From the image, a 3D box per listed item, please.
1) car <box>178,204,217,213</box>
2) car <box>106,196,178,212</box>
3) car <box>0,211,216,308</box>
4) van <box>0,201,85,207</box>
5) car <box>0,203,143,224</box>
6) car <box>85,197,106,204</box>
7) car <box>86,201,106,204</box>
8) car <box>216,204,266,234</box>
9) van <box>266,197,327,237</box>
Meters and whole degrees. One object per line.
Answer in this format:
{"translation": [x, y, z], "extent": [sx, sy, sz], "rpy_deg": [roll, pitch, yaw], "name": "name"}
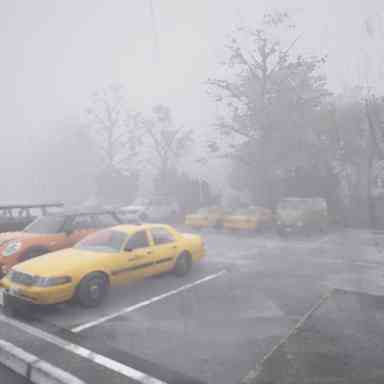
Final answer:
{"translation": [1.640, 1.539, 21.408], "extent": [1.946, 1.575, 5.366], "rpy_deg": [-1, -1, 35], "name": "car"}
{"translation": [-3.161, 1.367, 24.527], "extent": [2.435, 2.045, 5.566], "rpy_deg": [-1, -1, 35], "name": "car"}
{"translation": [-1.707, 1.495, 8.307], "extent": [1.946, 1.575, 5.366], "rpy_deg": [-1, 0, 35], "name": "car"}
{"translation": [-6.404, 1.328, 11.983], "extent": [1.878, 1.987, 4.442], "rpy_deg": [-1, -1, 35], "name": "van"}
{"translation": [-3.969, 1.394, 10.164], "extent": [2.185, 1.767, 4.553], "rpy_deg": [-1, 0, 35], "name": "car"}
{"translation": [-7.640, 1.473, 27.651], "extent": [2.435, 2.045, 5.566], "rpy_deg": [-1, -1, 35], "name": "car"}
{"translation": [-5.434, 1.672, 26.140], "extent": [2.231, 1.521, 4.892], "rpy_deg": [-1, -1, 35], "name": "car"}
{"translation": [3.815, 1.513, 19.876], "extent": [1.946, 1.575, 5.366], "rpy_deg": [-1, 0, 35], "name": "car"}
{"translation": [5.924, 1.270, 18.021], "extent": [1.878, 1.987, 4.442], "rpy_deg": [-1, 0, 35], "name": "van"}
